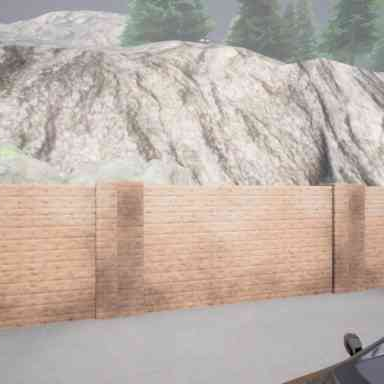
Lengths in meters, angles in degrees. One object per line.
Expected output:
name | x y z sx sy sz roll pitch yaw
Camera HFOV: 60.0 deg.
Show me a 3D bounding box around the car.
car | 2.207 1.492 1.887 4.902 1.511 2.128 0 0 -18
